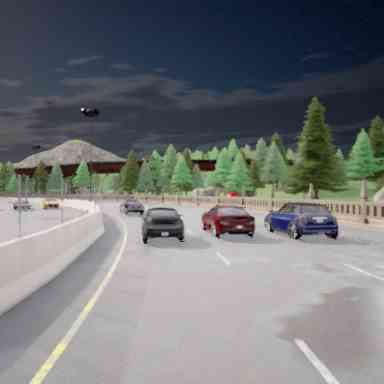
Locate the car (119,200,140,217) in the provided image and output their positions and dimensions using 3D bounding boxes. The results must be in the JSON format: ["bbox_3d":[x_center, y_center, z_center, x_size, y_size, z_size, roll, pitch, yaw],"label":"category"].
[{"bbox_3d":[-6.225,1.539,34.122,2.033,1.411,5.357,0,0,-20],"label":"car"}]

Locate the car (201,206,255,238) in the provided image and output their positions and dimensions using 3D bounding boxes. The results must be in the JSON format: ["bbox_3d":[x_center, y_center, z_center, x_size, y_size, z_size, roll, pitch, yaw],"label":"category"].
[{"bbox_3d":[1.777,1.455,17.686,1.882,1.535,5.008,0,0,-9],"label":"car"}]

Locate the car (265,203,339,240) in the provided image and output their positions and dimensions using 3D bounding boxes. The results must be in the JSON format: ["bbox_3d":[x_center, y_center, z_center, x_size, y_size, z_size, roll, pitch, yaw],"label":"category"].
[{"bbox_3d":[5.407,1.317,17.020,2.097,1.767,4.553,0,0,-9],"label":"car"}]

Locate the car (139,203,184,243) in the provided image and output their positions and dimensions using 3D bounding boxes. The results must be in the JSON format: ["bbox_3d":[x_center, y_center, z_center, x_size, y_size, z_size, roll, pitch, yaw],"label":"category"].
[{"bbox_3d":[-1.517,1.496,16.228,1.837,1.490,4.892,0,0,-9],"label":"car"}]
